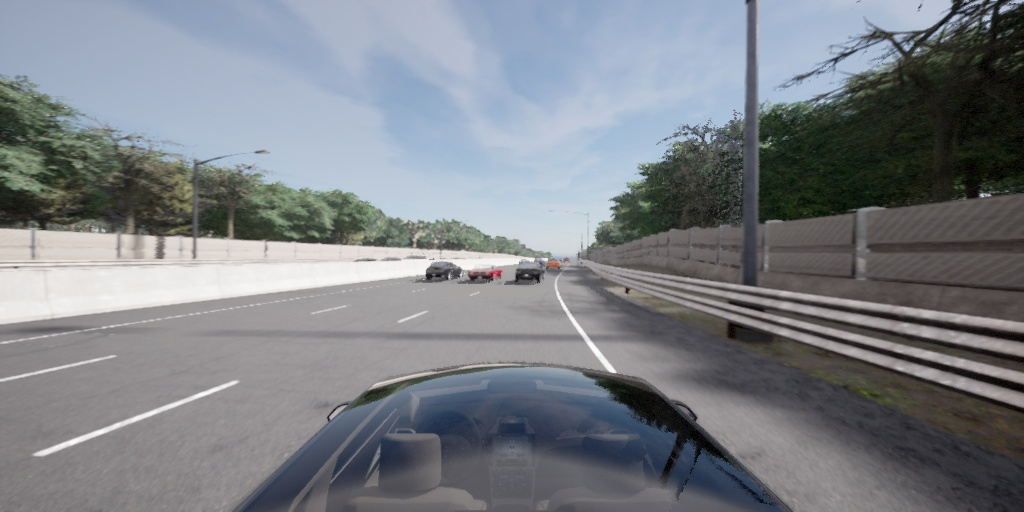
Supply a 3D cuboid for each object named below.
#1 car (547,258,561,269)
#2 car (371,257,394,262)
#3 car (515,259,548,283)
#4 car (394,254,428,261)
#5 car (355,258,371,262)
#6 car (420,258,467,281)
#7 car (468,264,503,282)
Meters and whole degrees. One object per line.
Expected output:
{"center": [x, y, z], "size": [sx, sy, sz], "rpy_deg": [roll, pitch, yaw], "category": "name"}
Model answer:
{"center": [6.907, 1.173, 59.064], "size": [2.097, 1.767, 4.553], "rpy_deg": [1, 0, 10], "category": "car"}
{"center": [-16.392, 0.916, 48.123], "size": [2.097, 1.767, 4.553], "rpy_deg": [1, 0, 11], "category": "car"}
{"center": [1.455, 1.242, 28.008], "size": [1.882, 1.535, 5.008], "rpy_deg": [1, 0, 10], "category": "car"}
{"center": [-12.926, 0.822, 47.613], "size": [2.150, 2.045, 5.566], "rpy_deg": [1, 0, 11], "category": "car"}
{"center": [-19.857, 1.029, 48.632], "size": [1.837, 1.490, 4.892], "rpy_deg": [1, 0, 11], "category": "car"}
{"center": [-5.440, 1.193, 29.208], "size": [1.837, 1.490, 4.892], "rpy_deg": [1, 0, 10], "category": "car"}
{"center": [-1.992, 1.326, 28.627], "size": [1.895, 1.301, 4.718], "rpy_deg": [1, 0, 10], "category": "car"}
